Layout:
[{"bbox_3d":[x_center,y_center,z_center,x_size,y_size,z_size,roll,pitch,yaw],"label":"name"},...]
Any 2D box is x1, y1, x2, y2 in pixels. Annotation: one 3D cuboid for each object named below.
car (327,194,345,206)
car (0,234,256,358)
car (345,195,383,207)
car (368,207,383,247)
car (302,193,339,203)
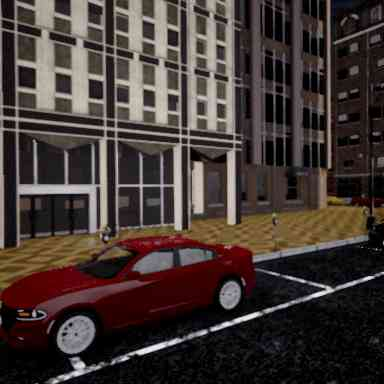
[{"bbox_3d":[15.339,0.926,38.660,1.752,1.417,4.829,-1,0,-36],"label":"car"},{"bbox_3d":[-0.841,1.501,5.951,4.507,1.381,1.887,-1,1,-35],"label":"car"},{"bbox_3d":[18.534,0.995,34.192,1.802,1.307,4.206,-1,0,-36],"label":"car"},{"bbox_3d":[8.429,1.350,12.547,4.313,1.339,1.947,-1,1,-35],"label":"car"},{"bbox_3d":[18.662,0.828,48.418,1.752,1.417,4.829,-1,0,-36],"label":"car"}]
